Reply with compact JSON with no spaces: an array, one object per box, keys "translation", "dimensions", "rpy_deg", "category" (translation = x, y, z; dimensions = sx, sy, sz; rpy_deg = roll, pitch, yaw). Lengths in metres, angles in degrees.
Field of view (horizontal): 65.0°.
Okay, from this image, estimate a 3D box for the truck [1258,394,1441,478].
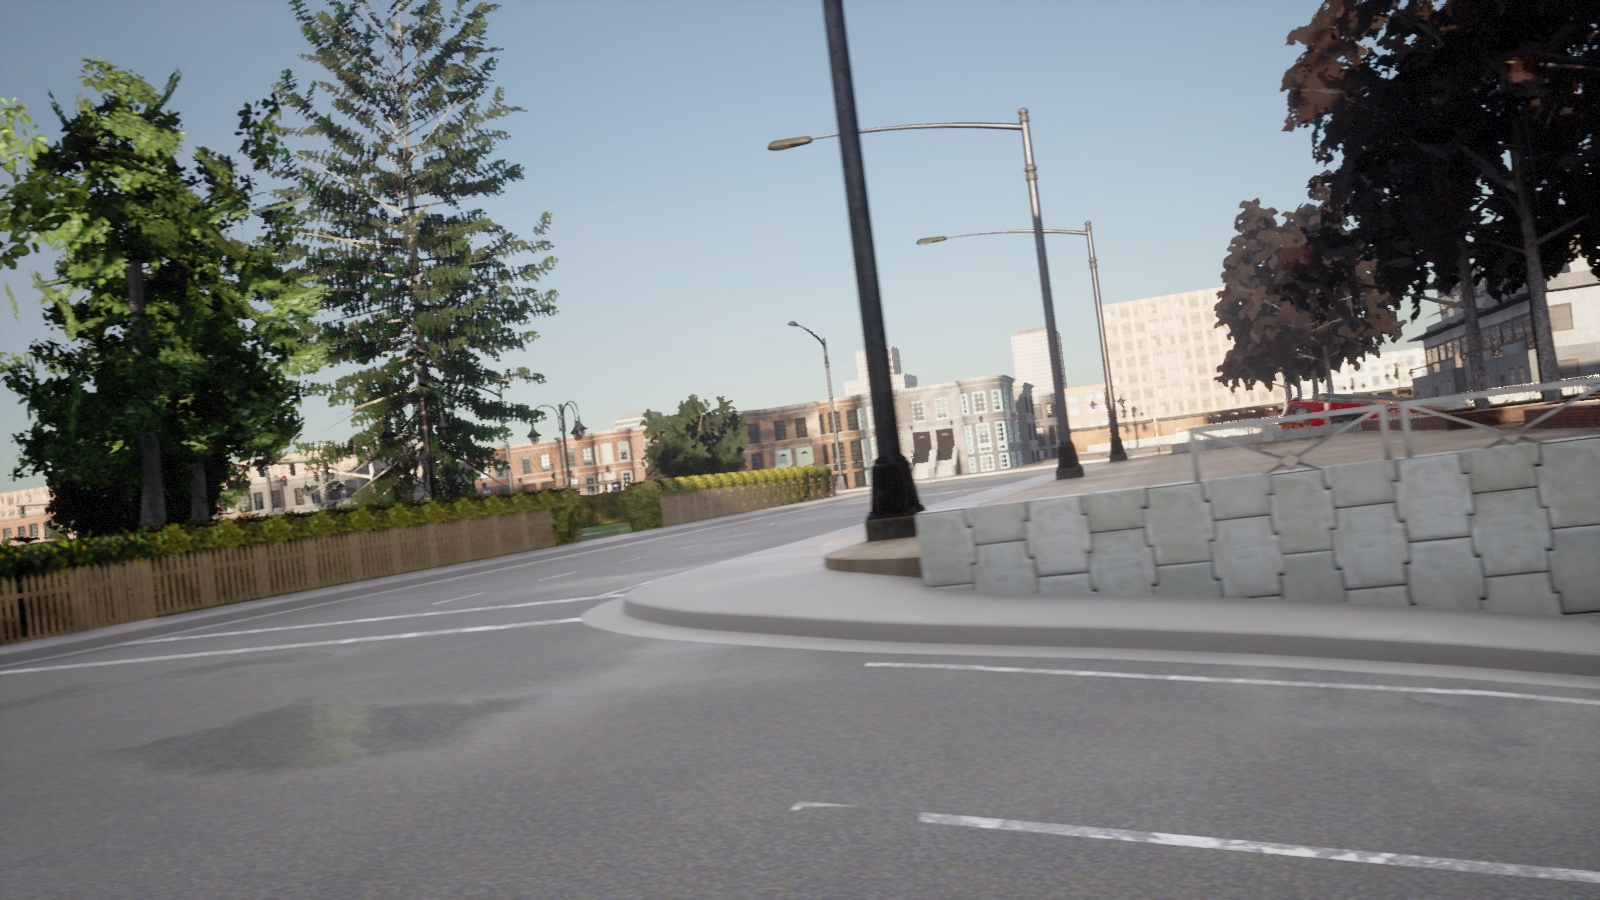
[{"translation":[29.293,-0.774,67.354],"dimensions":[8.468,3.827,2.891],"rpy_deg":[4,2,17],"category":"truck"}]
